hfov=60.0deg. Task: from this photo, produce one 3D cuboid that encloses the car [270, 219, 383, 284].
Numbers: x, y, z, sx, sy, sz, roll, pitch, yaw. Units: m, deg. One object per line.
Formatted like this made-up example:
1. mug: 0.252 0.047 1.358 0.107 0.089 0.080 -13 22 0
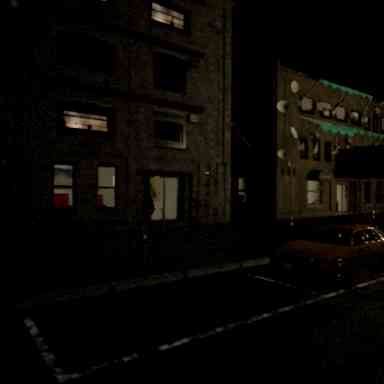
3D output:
1. car: 4.311 1.525 9.623 4.829 1.417 1.752 0 1 -35
